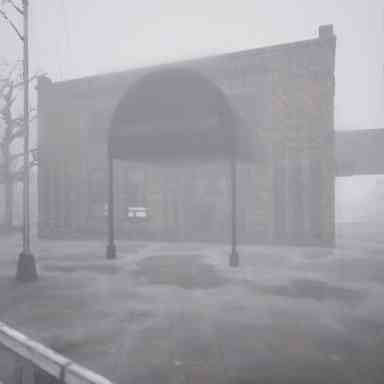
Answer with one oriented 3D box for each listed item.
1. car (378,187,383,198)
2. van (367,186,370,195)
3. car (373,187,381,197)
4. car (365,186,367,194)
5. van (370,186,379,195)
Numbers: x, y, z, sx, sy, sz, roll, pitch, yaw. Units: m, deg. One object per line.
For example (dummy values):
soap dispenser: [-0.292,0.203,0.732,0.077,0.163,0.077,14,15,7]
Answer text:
car: [33.551,0.388,56.226,2.097,1.535,5.008,0,1,20]
van: [39.473,-0.241,71.604,1.878,1.987,4.442,-1,1,24]
car: [35.417,0.282,61.391,2.163,1.488,4.792,-1,1,21]
car: [41.750,-0.084,76.803,2.002,1.452,4.674,-1,1,24]
van: [37.382,-0.113,66.477,1.878,1.987,4.442,-1,1,22]
